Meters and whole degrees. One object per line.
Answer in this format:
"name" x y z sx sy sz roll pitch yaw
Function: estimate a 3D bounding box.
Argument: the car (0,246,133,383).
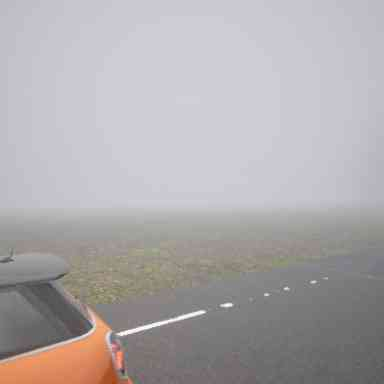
"car" -2.711 1.360 2.058 4.553 1.767 2.097 0 0 -35
